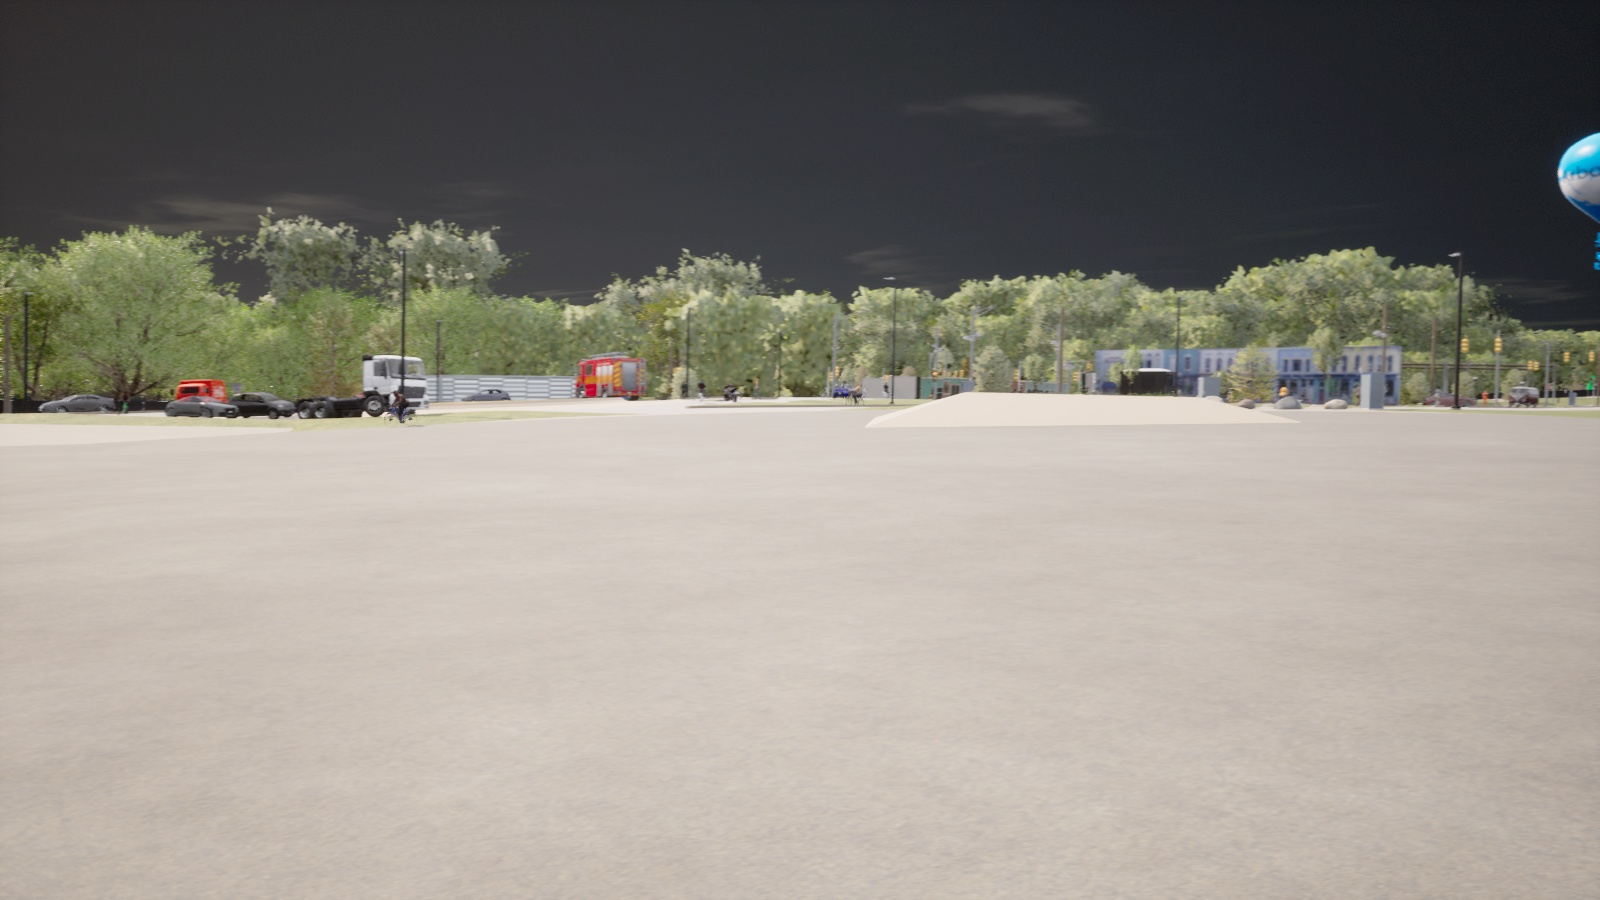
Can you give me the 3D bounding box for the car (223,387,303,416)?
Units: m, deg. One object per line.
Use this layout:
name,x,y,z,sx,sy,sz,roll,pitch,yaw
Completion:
car,-32.634,-2.984,76.377,3.988,1.617,1.851,0,7,8

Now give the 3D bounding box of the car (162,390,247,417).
car,-34.467,-2.684,72.704,4.181,1.385,1.994,2,2,19

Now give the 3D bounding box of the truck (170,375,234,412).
truck,-42.124,-3.997,88.587,2.627,2.467,5.204,-3,3,-10

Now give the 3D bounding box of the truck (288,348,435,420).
truck,-24.631,-3.609,70.523,7.936,3.462,2.891,-2,-1,25

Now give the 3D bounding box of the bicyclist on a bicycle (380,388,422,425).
bicyclist on a bicycle,-17.744,-1.951,55.892,0.582,1.620,1.656,2,5,43
